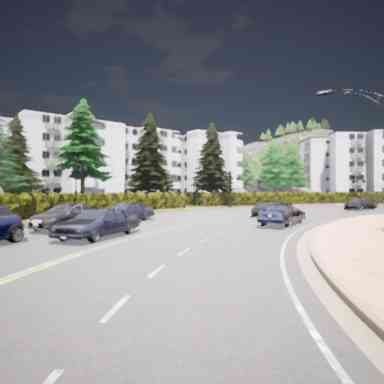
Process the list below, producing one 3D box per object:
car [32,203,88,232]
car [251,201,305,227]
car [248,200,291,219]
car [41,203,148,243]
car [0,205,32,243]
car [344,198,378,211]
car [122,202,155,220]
[{"bbox_3d":[-7.174,1.428,19.409,2.128,1.511,4.902,0,0,21],"label":"car"},{"bbox_3d":[6.014,1.476,22.124,2.033,1.411,5.357,0,0,32],"label":"car"},{"bbox_3d":[6.786,1.472,28.713,1.994,1.385,4.181,0,0,39],"label":"car"},{"bbox_3d":[-4.443,1.494,16.235,2.033,1.411,5.357,0,0,19],"label":"car"},{"bbox_3d":[-8.909,1.310,13.028,2.097,1.767,4.553,0,0,15],"label":"car"},{"bbox_3d":[20.015,1.439,39.301,4.181,1.385,1.994,0,0,-28],"label":"car"},{"bbox_3d":[-4.799,1.468,24.359,2.033,1.411,5.357,0,0,28],"label":"car"}]
